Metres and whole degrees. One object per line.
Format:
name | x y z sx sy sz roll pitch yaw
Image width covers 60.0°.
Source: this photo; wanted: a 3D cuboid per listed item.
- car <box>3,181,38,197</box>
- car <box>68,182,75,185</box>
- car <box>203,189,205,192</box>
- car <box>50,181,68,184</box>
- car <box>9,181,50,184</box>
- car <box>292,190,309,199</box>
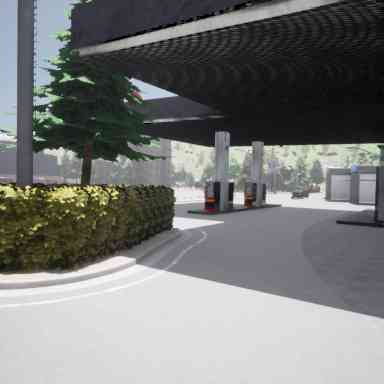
car | -21.877 -0.468 42.380 4.605 1.855 1.932 2 2 35
car | -25.616 -1.287 68.011 4.605 1.855 1.932 2 2 35
car | 4.715 -0.320 65.620 5.027 1.636 2.152 2 2 35
car | -26.947 -1.261 65.396 3.866 1.878 1.905 2 2 35
car | -17.326 -0.181 35.174 3.866 1.878 1.905 2 2 35
car | 18.473 0.419 56.454 1.837 1.490 4.892 2 2 35
